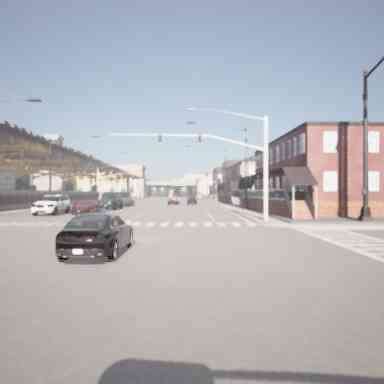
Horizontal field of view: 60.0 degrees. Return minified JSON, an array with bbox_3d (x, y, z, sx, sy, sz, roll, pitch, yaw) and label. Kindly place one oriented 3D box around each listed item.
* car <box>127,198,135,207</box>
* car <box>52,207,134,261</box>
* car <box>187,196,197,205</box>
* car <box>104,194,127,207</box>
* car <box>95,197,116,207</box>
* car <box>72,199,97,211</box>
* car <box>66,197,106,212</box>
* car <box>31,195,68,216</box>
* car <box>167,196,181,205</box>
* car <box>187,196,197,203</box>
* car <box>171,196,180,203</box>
[{"bbox_3d":[-10.501,1.647,54.114,2.033,1.411,5.357,0,0,0],"label":"car"},{"bbox_3d":[-3.399,1.528,12.307,1.837,1.490,4.892,0,0,0],"label":"car"},{"bbox_3d":[0.002,1.613,60.941,1.837,1.490,4.892,0,0,0],"label":"car"},{"bbox_3d":[-10.532,1.301,43.423,2.150,2.045,5.566,0,0,0],"label":"car"},{"bbox_3d":[-14.001,1.591,53.987,2.128,1.511,4.902,0,0,0],"label":"car"},{"bbox_3d":[-14.026,1.644,43.675,1.994,1.385,4.181,0,0,0],"label":"car"},{"bbox_3d":[-10.588,1.539,33.539,1.882,1.535,5.008,0,0,0],"label":"car"},{"bbox_3d":[-14.088,1.284,33.661,2.150,2.045,5.566,0,0,0],"label":"car"},{"bbox_3d":[-3.501,1.713,61.084,1.895,1.301,4.718,0,0,0],"label":"car"},{"bbox_3d":[-0.001,1.608,71.239,1.882,1.535,5.008,0,0,0],"label":"car"},{"bbox_3d":[-3.501,1.655,71.180,1.812,1.442,4.674,0,0,0],"label":"car"}]
